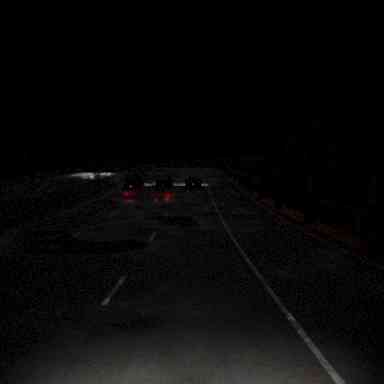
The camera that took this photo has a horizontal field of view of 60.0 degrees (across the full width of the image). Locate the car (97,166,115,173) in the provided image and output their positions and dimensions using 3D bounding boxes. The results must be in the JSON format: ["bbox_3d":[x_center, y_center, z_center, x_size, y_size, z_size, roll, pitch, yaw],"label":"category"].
[{"bbox_3d":[-17.165,-4.705,68.089,2.033,1.411,5.357,0,7,0],"label":"car"}]

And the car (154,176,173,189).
[{"bbox_3d":[-3.313,-1.242,39.919,1.812,1.442,4.674,0,7,1],"label":"car"}]

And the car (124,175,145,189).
[{"bbox_3d":[-6.821,-1.201,39.460,1.837,1.490,4.892,0,8,1],"label":"car"}]

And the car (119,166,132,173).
[{"bbox_3d":[-13.665,-4.647,68.046,1.895,1.301,4.718,0,7,0],"label":"car"}]

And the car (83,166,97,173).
[{"bbox_3d":[-20.665,-4.647,68.088,1.895,1.301,4.718,0,7,0],"label":"car"}]

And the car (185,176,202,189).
[{"bbox_3d":[0.185,-1.176,39.681,1.994,1.385,4.181,0,7,1],"label":"car"}]
